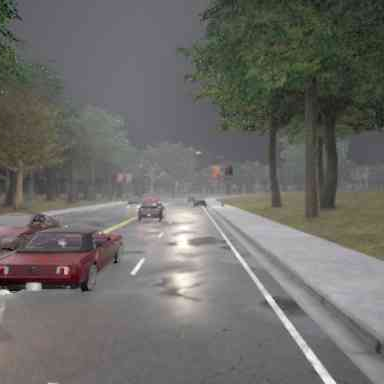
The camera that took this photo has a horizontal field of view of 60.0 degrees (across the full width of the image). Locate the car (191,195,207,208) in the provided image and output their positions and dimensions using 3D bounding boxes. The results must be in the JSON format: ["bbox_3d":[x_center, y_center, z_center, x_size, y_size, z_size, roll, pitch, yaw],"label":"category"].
[{"bbox_3d":[1.155,1.485,48.491,1.837,1.490,4.892,0,0,0],"label":"car"}]

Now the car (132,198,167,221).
[{"bbox_3d":[-3.140,1.476,26.663,2.128,1.511,4.902,0,0,0],"label":"car"}]

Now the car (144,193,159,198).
[{"bbox_3d":[-6.542,1.203,54.401,2.150,2.045,5.566,0,0,0],"label":"car"}]

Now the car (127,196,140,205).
[{"bbox_3d":[-9.779,1.487,56.663,1.837,1.490,4.892,0,0,1],"label":"car"}]

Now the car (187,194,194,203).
[{"bbox_3d":[0.025,1.465,68.154,2.128,1.511,4.902,0,0,0],"label":"car"}]

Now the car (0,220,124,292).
[{"bbox_3d":[-3.146,1.596,8.856,1.895,1.301,4.718,0,0,0],"label":"car"}]

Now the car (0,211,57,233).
[{"bbox_3d":[-6.606,1.518,12.799,1.812,1.442,4.674,0,0,0],"label":"car"}]

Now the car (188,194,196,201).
[{"bbox_3d":[0.079,1.347,84.235,1.882,1.535,5.008,0,0,3],"label":"car"}]
